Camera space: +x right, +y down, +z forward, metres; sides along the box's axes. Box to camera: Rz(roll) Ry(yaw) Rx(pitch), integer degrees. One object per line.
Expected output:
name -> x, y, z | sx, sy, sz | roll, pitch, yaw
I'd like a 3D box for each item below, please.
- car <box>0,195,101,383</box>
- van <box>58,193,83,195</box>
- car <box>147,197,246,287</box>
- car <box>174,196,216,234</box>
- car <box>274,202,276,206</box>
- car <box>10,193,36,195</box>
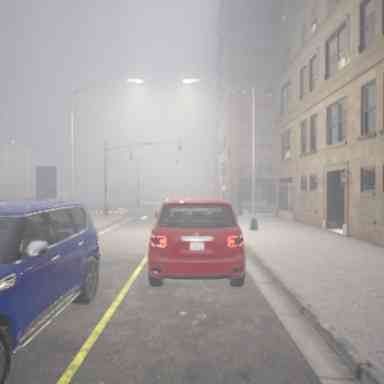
car -> -3.046, 1.174, 5.021 | 2.150, 2.045, 5.566 | 0, 0, 1
van -> -14.660, 1.017, 39.001 | 3.998, 1.788, 1.690 | 0, 0, -1
car -> 0.113, 1.132, 9.209 | 2.150, 2.045, 5.566 | 0, 0, 0
car -> 0.131, 1.174, 18.851 | 2.097, 1.767, 4.553 | 0, 1, 0
car -> 12.183, 1.155, 39.365 | 4.829, 1.417, 1.752 | 0, 1, -1
car -> -20.301, 0.991, 38.924 | 5.009, 1.841, 2.192 | 0, 0, -1
